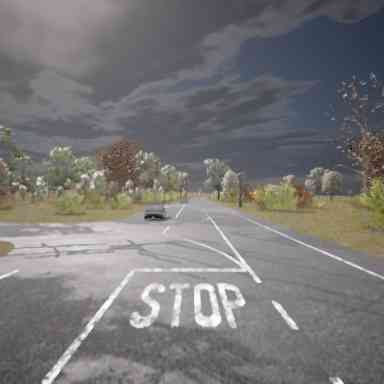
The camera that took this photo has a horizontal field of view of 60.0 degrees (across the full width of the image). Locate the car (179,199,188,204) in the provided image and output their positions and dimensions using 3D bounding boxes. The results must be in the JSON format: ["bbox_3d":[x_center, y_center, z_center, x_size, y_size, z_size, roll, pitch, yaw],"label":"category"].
[{"bbox_3d":[-2.342,2.530,93.060,1.994,1.385,4.181,0,-1,7],"label":"car"}]

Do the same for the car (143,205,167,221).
[{"bbox_3d":[-3.426,1.917,31.982,2.033,1.411,5.357,0,-1,0],"label":"car"}]
